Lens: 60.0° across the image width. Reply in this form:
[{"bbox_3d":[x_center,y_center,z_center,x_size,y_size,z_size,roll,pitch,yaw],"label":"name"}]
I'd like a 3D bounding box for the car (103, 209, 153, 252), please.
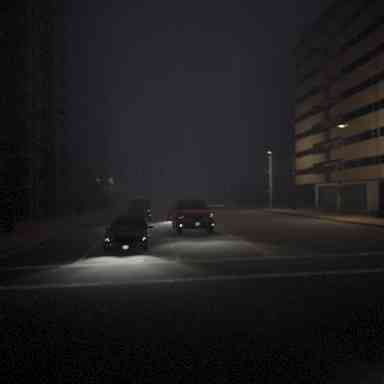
[{"bbox_3d":[-2.830,1.765,15.452,2.033,1.411,5.357,-1,-1,-6],"label":"car"}]

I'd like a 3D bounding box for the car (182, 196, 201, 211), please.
[{"bbox_3d":[-0.141,1.719,50.283,2.150,2.045,5.566,-1,0,-7],"label":"car"}]

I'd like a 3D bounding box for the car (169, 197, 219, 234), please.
[{"bbox_3d":[-0.041,1.453,21.307,2.150,2.045,5.566,-1,-1,-7],"label":"car"}]

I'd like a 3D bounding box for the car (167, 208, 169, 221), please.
[{"bbox_3d":[-1.329,1.904,31.314,1.994,1.385,4.181,-1,-1,-7],"label":"car"}]

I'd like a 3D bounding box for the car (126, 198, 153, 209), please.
[{"bbox_3d":[-4.797,1.604,30.795,2.150,2.045,5.566,-1,-1,-7],"label":"car"}]

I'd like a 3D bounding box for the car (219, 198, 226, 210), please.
[{"bbox_3d":[3.404,2.045,50.173,1.895,1.301,4.718,-1,-1,-7],"label":"car"}]
